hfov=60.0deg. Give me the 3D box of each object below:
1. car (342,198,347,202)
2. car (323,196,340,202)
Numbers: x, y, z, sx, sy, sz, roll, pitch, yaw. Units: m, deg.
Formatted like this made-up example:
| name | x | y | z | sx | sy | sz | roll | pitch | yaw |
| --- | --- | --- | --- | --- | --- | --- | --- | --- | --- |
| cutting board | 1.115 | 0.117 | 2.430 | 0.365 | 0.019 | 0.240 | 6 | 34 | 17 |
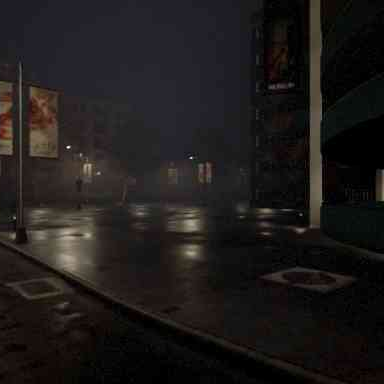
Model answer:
| name | x | y | z | sx | sy | sz | roll | pitch | yaw |
| --- | --- | --- | --- | --- | --- | --- | --- | --- | --- |
| car | 22.171 | 1.413 | 51.038 | 4.786 | 1.482 | 2.161 | 0 | 0 | -41 |
| car | 15.615 | 1.320 | 39.957 | 4.674 | 1.452 | 2.002 | 0 | 0 | -41 |
